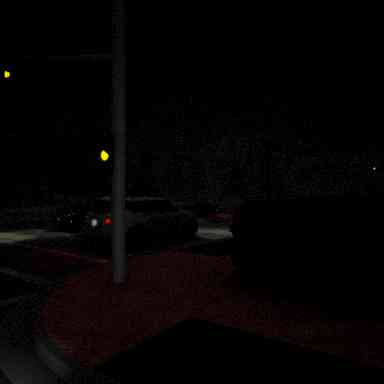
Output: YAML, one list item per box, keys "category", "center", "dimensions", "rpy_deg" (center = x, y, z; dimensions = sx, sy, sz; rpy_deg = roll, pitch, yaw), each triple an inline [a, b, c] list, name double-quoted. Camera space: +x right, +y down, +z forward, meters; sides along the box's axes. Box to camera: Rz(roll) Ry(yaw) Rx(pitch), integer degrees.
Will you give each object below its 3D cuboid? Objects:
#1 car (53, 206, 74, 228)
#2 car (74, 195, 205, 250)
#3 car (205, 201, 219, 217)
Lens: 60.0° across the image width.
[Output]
- category: "car"
  center: [-5.968, 1.221, 21.371]
  dimensions: [2.150, 2.045, 5.566]
  rpy_deg: [0, 0, 38]
- category: "car"
  center: [-2.039, 1.221, 14.734]
  dimensions: [2.150, 2.045, 5.566]
  rpy_deg: [0, 0, 38]
- category: "car"
  center: [0.393, 1.478, 29.389]
  dimensions: [1.882, 1.535, 5.008]
  rpy_deg: [0, 0, 39]
